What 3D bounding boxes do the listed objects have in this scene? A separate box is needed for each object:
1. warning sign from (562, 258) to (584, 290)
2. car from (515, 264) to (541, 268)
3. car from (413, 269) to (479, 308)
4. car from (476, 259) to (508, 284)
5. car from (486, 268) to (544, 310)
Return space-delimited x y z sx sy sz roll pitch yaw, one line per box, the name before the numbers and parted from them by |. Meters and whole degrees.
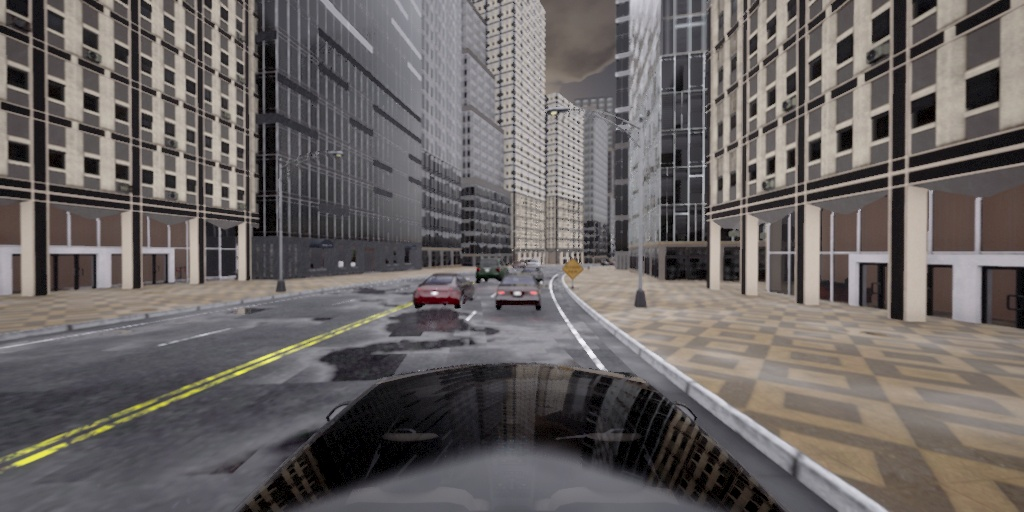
warning sign | 3.583 1.058 21.293 1.300 1.860 1.060 0 0 5
car | 1.659 1.594 30.491 1.994 1.385 4.181 0 -1 7
car | -2.888 1.444 15.975 1.994 1.385 4.181 0 0 4
car | -1.611 1.237 30.574 2.150 2.045 5.566 0 0 7
car | 0.335 1.428 15.499 2.033 1.411 5.357 0 -1 3
